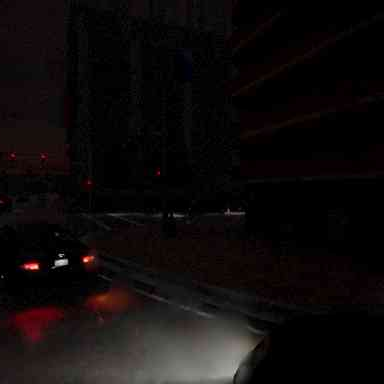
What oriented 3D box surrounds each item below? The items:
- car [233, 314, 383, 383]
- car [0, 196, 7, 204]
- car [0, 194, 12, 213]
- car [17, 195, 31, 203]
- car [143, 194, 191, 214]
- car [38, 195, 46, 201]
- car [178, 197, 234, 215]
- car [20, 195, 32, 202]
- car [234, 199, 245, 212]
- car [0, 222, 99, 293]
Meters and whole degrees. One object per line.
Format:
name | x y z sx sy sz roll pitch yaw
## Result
car | 2.884 1.547 2.009 5.357 1.411 2.033 0 0 35
car | -36.377 1.540 62.673 2.033 1.411 5.357 0 0 -23
car | -21.273 1.228 36.382 2.150 2.045 5.566 0 0 -21
car | -36.275 1.478 71.397 1.882 1.535 5.008 0 0 -23
car | -2.521 1.277 36.480 5.566 2.045 2.150 0 0 -23
car | -37.091 1.540 82.286 2.033 1.411 5.357 0 0 -23
car | 1.470 1.560 34.348 4.892 1.490 1.837 0 0 -23
car | -40.223 1.525 80.706 2.128 1.511 4.902 0 0 -23
car | 6.629 1.560 40.281 4.892 1.490 1.837 0 0 -23
car | -4.340 1.547 9.023 2.033 1.411 5.357 0 0 -39
